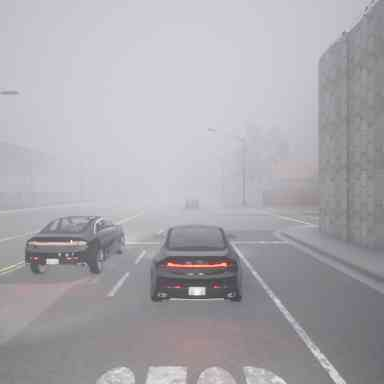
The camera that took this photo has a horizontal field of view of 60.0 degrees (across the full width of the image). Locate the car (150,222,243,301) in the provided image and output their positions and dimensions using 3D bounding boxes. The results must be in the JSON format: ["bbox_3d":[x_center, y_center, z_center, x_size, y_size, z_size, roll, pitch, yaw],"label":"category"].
[{"bbox_3d":[0.085,1.505,8.300,1.837,1.490,4.892,0,0,0],"label":"car"}]

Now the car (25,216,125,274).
[{"bbox_3d":[-3.421,1.492,10.571,2.128,1.511,4.902,0,0,0],"label":"car"}]

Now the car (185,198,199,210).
[{"bbox_3d":[0.012,1.491,44.004,2.128,1.511,4.902,0,0,0],"label":"car"}]
